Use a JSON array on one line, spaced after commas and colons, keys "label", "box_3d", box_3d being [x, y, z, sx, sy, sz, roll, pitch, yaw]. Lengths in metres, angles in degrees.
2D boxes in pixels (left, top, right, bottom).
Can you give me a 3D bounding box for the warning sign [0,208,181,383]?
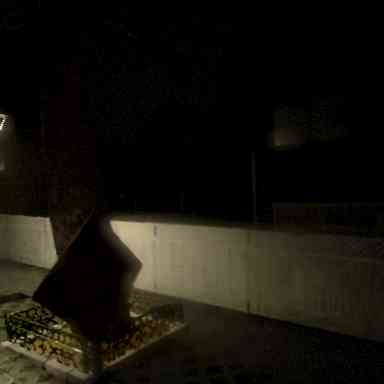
[{"label": "warning sign", "box_3d": [-0.966, 1.138, 3.320, 1.060, 1.860, 1.300, -2, 0, 35]}]
